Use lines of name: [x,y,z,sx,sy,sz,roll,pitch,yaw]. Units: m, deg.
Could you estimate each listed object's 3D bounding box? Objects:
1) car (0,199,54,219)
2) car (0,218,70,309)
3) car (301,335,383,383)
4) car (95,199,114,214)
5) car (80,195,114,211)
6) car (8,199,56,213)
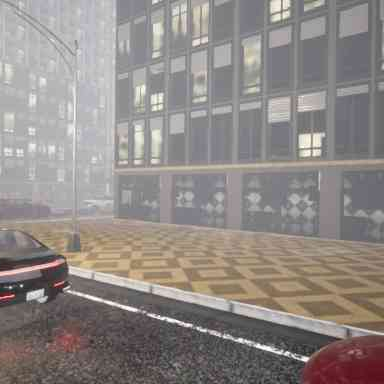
car: [-15.555,1.519,30.467,2.192,1.841,5.009,1,0,36]
car: [-4.575,1.488,6.920,4.902,1.511,2.128,0,0,35]
car: [2.912,1.526,1.619,4.674,1.442,1.812,0,0,35]
car: [-8.773,1.829,39.690,1.752,1.417,4.829,1,0,36]
car: [-12.282,1.451,44.658,2.150,2.045,5.566,1,0,36]
car: [-19.068,1.642,39.836,1.752,1.417,4.829,1,0,36]
